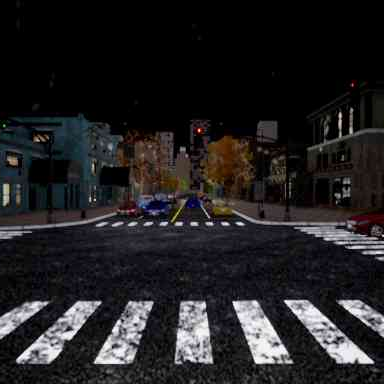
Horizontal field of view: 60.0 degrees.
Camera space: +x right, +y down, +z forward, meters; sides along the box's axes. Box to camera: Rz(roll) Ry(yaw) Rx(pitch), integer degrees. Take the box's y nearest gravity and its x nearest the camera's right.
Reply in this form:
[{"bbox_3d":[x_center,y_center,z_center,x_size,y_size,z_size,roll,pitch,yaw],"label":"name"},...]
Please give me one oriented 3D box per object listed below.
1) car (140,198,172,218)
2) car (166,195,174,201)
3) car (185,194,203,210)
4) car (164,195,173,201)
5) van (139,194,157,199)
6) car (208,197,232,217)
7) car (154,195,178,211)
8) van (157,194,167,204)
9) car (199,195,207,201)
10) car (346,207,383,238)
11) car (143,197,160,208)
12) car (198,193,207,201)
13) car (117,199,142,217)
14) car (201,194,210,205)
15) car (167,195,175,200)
[{"bbox_3d":[-3.121,1.500,29.660,1.812,1.442,4.674,0,0,0],"label":"car"},{"bbox_3d":[-5.705,1.466,85.868,1.887,1.381,4.507,0,0,0],"label":"car"},{"bbox_3d":[0.096,1.439,42.649,1.882,1.535,5.008,0,0,0],"label":"car"},{"bbox_3d":[-5.705,1.493,80.321,1.947,1.339,4.313,0,0,0],"label":"car"},{"bbox_3d":[-5.700,1.304,41.497,1.690,1.788,3.998,0,0,0],"label":"van"},{"bbox_3d":[2.683,1.498,30.576,1.752,1.417,4.829,-1,0,0],"label":"car"},{"bbox_3d":[-3.105,1.456,39.850,2.128,1.511,4.902,0,0,0],"label":"car"},{"bbox_3d":[-5.703,1.284,63.682,1.690,1.788,3.998,0,0,0],"label":"van"},{"bbox_3d":[2.677,1.471,80.323,1.887,1.381,4.507,-1,0,0],"label":"car"},{"bbox_3d":[9.954,1.360,16.129,4.674,1.442,1.812,-1,1,-1],"label":"car"},{"bbox_3d":[-5.699,1.503,47.044,1.887,1.381,4.507,0,0,0],"label":"car"},{"bbox_3d":[2.673,1.236,85.869,2.192,1.841,5.009,-1,0,0],"label":"car"},{"bbox_3d":[-5.696,1.555,30.405,1.802,1.307,4.206,0,0,0],"label":"car"},{"bbox_3d":[2.680,1.498,58.138,2.008,1.369,4.403,-1,0,0],"label":"car"},{"bbox_3d":[-5.706,1.498,91.414,1.802,1.307,4.206,0,0,0],"label":"car"}]
